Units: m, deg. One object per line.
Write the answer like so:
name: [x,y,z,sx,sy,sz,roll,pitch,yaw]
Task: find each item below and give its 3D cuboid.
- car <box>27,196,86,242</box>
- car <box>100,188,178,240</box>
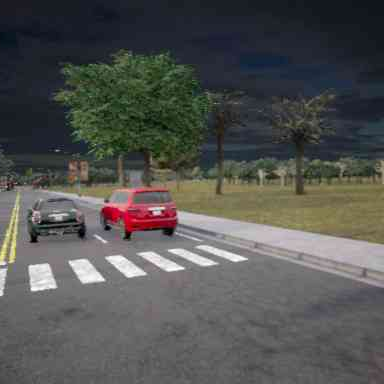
car: [-6.216,1.028,14.975,2.097,1.767,4.553,-2,2,-27]
car: [-2.552,0.836,14.953,2.150,2.045,5.566,-2,2,-27]
